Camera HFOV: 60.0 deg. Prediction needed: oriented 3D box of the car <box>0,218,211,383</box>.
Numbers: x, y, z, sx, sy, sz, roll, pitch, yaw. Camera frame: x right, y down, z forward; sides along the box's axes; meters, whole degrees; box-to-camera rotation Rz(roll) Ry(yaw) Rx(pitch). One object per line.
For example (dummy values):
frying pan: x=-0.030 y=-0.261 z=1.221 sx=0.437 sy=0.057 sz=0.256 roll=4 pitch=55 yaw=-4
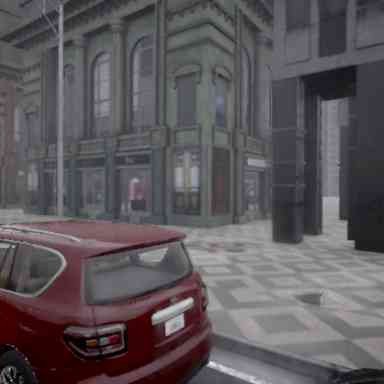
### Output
car: x=-2.105 y=1.291 z=4.460 sx=5.009 sy=1.841 sz=2.192 roll=0 pitch=0 yaw=35

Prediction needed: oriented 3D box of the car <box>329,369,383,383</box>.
car: x=2.484 y=1.574 z=1.190 sx=4.313 sy=1.339 sz=1.947 roll=0 pitch=0 yaw=35
